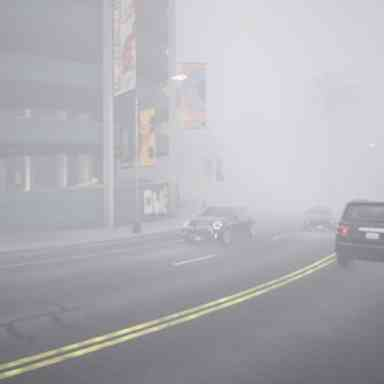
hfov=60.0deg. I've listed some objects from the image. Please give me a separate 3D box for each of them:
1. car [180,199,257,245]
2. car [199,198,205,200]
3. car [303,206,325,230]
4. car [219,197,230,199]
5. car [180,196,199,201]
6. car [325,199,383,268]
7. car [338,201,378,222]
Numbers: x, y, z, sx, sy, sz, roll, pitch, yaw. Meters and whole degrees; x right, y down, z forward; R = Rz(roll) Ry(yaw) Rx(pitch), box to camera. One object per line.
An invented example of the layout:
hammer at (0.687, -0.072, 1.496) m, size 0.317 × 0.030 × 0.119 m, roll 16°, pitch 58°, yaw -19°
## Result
car at (1.450, 1.434, 16.301) m, size 2.097 × 1.767 × 4.553 m, roll -1°, pitch 0°, yaw 33°
car at (1.397, 1.857, 65.853) m, size 2.128 × 1.511 × 4.902 m, roll 0°, pitch 0°, yaw -24°
car at (8.291, 1.619, 21.461) m, size 2.033 × 1.411 × 5.357 m, roll 0°, pitch 0°, yaw 22°
car at (7.273, 1.859, 77.569) m, size 2.231 × 1.521 × 4.892 m, roll 0°, pitch 0°, yaw -24°
car at (-0.947, 1.943, 62.480) m, size 1.895 × 1.301 × 4.718 m, roll 0°, pitch 0°, yaw -24°
car at (6.302, 1.244, 10.705) m, size 2.150 × 2.045 × 5.566 m, roll 0°, pitch -1°, yaw 38°
car at (13.908, 1.581, 28.184) m, size 1.837 × 1.490 × 4.892 m, roll 0°, pitch 0°, yaw 11°
